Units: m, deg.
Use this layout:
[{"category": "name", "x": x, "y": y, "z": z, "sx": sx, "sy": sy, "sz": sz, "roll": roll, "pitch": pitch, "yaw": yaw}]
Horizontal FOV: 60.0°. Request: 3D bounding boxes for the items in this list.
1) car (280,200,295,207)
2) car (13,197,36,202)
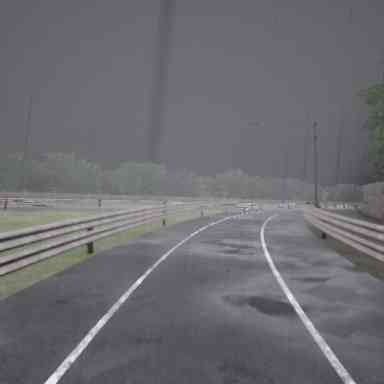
[{"category": "car", "x": 23.219, "y": 2.958, "z": 79.942, "sx": 5.566, "sy": 2.045, "sz": 2.150, "roll": 3, "pitch": -3, "yaw": -43}, {"category": "car", "x": -18.624, "y": 1.325, "z": 40.793, "sx": 4.902, "sy": 1.511, "sz": 2.128, "roll": 3, "pitch": -3, "yaw": -43}]
